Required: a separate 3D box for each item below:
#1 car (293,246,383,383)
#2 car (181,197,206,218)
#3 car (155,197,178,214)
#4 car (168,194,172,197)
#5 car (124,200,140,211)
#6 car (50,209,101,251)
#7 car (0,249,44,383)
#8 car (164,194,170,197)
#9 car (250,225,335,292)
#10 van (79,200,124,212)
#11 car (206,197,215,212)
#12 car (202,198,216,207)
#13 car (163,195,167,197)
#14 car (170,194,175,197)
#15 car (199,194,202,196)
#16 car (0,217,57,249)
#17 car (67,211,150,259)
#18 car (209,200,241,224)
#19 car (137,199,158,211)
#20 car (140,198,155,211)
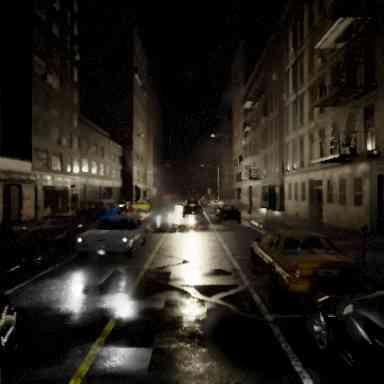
[{"bbox_3d":[2.634,1.567,3.158,1.947,1.339,4.313,0,0,0],"label":"car"},{"bbox_3d":[0.075,1.519,30.678,1.837,1.490,4.892,0,1,0],"label":"car"},{"bbox_3d":[-2.821,1.579,35.890,1.994,1.385,4.181,0,0,0],"label":"car"},{"bbox_3d":[-5.441,1.568,62.700,2.008,1.369,4.403,0,0,0],"label":"car"},{"bbox_3d":[-5.409,1.452,24.811,1.967,1.590,4.097,0,0,0],"label":"car"},{"bbox_3d":[-5.400,1.590,13.985,1.802,1.307,4.206,0,0,0],"label":"car"},{"bbox_3d":[-2.852,1.494,1.710,2.128,1.511,4.902,0,0,0],"label":"car"},{"bbox_3d":[-5.437,1.570,57.287,2.008,1.369,4.403,0,0,0],"label":"car"},{"bbox_3d":[2.630,1.529,8.740,1.752,1.417,4.829,0,0,0],"label":"car"},{"bbox_3d":[-5.405,1.351,19.398,1.690,1.788,3.998,0,0,0],"label":"van"},{"bbox_3d":[2.607,1.564,35.634,2.008,1.369,4.403,0,0,0],"label":"car"},{"bbox_3d":[2.593,1.584,51.871,1.947,1.339,4.313,0,0,0],"label":"car"},{"bbox_3d":[-5.432,1.601,51.874,1.802,1.307,4.206,0,0,0],"label":"car"},{"bbox_3d":[-5.451,1.329,73.525,2.192,1.841,5.009,0,0,0],"label":"car"},{"bbox_3d":[2.584,1.541,62.868,1.752,1.417,4.829,0,0,0],"label":"car"},{"bbox_3d":[-5.395,1.572,8.572,1.947,1.339,4.313,0,0,0],"label":"car"},{"bbox_3d":[-2.851,1.608,12.722,1.895,1.301,4.718,0,0,0],"label":"car"},{"bbox_3d":[2.616,1.561,24.808,2.008,1.369,4.403,0,0,0],"label":"car"},{"bbox_3d":[-5.423,1.583,41.048,1.947,1.339,4.313,0,0,0],"label":"car"},{"bbox_3d":[-5.418,1.540,35.466,1.752,1.417,4.829,0,0,0],"label":"car"}]
